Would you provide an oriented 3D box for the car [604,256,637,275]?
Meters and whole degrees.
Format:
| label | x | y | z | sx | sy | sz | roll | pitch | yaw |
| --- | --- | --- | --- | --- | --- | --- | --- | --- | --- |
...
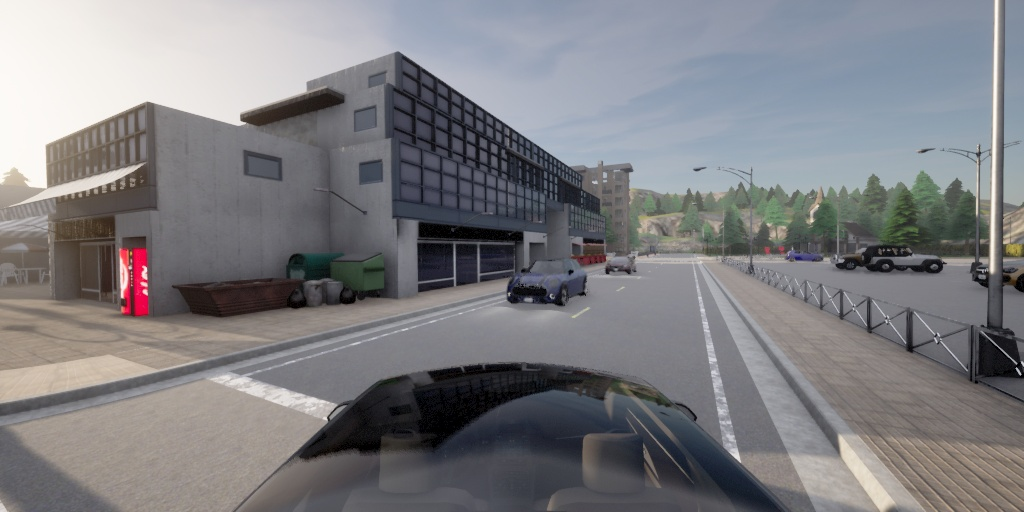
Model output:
| label | x | y | z | sx | sy | sz | roll | pitch | yaw |
| --- | --- | --- | --- | --- | --- | --- | --- | --- | --- |
| car | 8.832 | 0.709 | 28.978 | 1.812 | 1.442 | 4.674 | 0 | 1 | 27 |

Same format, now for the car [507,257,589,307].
| label | x | y | z | sx | sy | sz | roll | pitch | yaw |
| --- | --- | --- | --- | --- | --- | --- | --- | --- | --- |
| car | 1.551 | 0.879 | 14.326 | 2.097 | 1.767 | 4.553 | 0 | 1 | 26 |
